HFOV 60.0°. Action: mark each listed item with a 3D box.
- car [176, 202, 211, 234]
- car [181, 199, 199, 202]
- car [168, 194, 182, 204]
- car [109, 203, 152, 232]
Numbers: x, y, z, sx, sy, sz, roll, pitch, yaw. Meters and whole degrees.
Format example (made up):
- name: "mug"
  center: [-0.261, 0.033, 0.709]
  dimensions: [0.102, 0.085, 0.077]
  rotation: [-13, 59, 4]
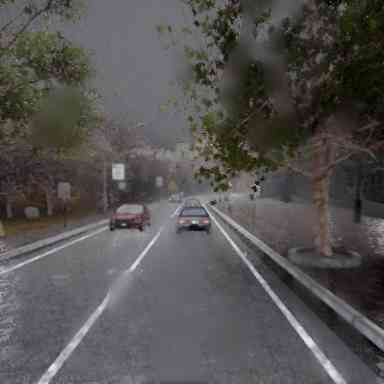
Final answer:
- name: "car"
  center: [0.106, 1.513, 18.748]
  dimensions: [2.033, 1.411, 5.357]
  rotation: [0, 0, 0]
- name: "car"
  center: [0.112, 1.477, 38.311]
  dimensions: [2.033, 1.411, 5.357]
  rotation: [0, 0, 0]
- name: "car"
  center: [-3.119, 1.212, 61.816]
  dimensions: [2.097, 1.767, 4.553]
  rotation: [0, 1, 4]
- name: "car"
  center: [-3.592, 1.441, 20.037]
  dimensions: [1.882, 1.535, 5.008]
  rotation: [0, 0, 0]
